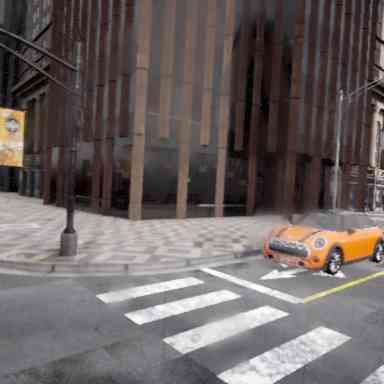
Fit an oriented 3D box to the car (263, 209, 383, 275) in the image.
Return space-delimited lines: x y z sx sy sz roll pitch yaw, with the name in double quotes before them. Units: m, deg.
"car" 4.357 1.383 10.758 4.553 1.767 2.097 2 2 -40
